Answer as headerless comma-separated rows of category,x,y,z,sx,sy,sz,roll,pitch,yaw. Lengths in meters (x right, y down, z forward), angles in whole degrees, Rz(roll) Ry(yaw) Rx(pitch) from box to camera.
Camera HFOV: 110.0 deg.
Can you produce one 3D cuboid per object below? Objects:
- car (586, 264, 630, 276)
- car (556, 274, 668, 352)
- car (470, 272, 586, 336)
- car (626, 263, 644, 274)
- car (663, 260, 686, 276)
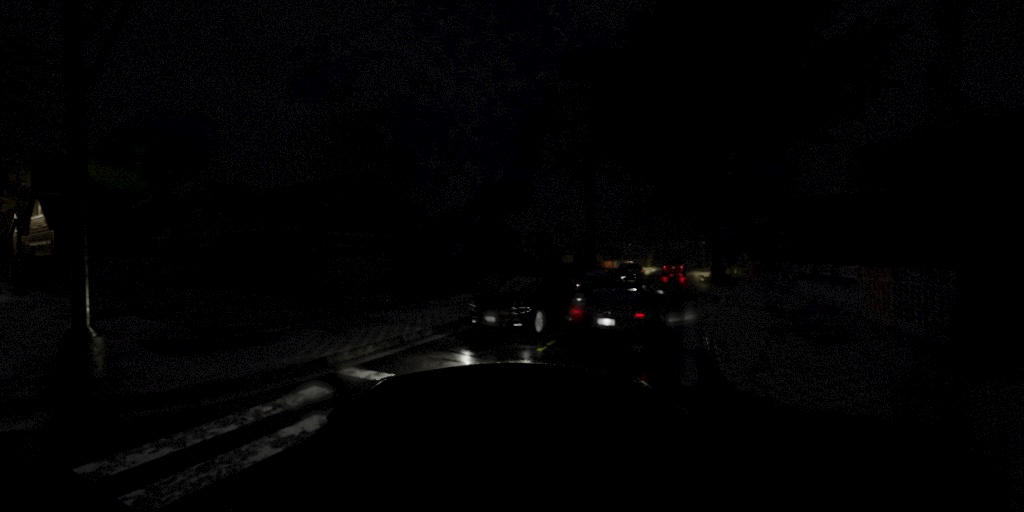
car,4.990,1.359,19.925,2.033,1.411,5.357,-1,0,26
car,2.834,1.327,9.171,1.994,1.385,4.181,-1,0,26
car,0.589,1.285,11.060,1.882,1.535,5.008,-1,0,26
car,9.462,1.335,28.898,1.837,1.490,4.892,-1,-1,27
car,17.159,1.196,37.880,2.097,1.767,4.553,-1,-1,27
